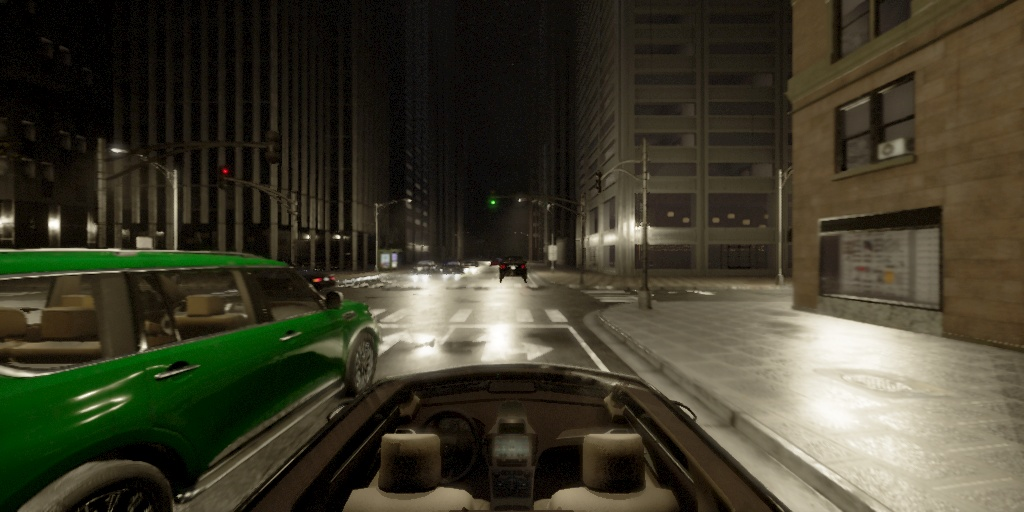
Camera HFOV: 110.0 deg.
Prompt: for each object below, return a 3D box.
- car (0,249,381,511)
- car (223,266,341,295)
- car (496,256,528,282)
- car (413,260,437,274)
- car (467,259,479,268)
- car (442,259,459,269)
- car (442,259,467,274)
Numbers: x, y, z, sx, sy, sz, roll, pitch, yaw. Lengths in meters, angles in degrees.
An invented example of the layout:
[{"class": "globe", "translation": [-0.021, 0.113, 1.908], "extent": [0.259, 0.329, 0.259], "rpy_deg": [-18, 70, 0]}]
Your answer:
[{"class": "car", "translation": [-3.153, 0.972, 3.327], "extent": [2.150, 2.045, 5.566], "rpy_deg": [0, 0, 0]}, {"class": "car", "translation": [-12.527, 1.297, 19.681], "extent": [5.357, 1.411, 2.033], "rpy_deg": [0, 0, 7]}, {"class": "car", "translation": [0.094, 0.976, 29.146], "extent": [2.150, 2.045, 5.566], "rpy_deg": [0, 0, 0]}, {"class": "car", "translation": [-9.841, 1.244, 40.752], "extent": [2.128, 1.511, 4.902], "rpy_deg": [0, 0, 0]}, {"class": "car", "translation": [-6.544, 1.251, 58.735], "extent": [2.128, 1.511, 4.902], "rpy_deg": [0, 0, 0]}, {"class": "car", "translation": [-9.805, 1.235, 57.559], "extent": [1.882, 1.535, 5.008], "rpy_deg": [0, 0, 0]}, {"class": "car", "translation": [-6.592, 1.317, 40.489], "extent": [1.994, 1.385, 4.181], "rpy_deg": [0, 0, 0]}]
